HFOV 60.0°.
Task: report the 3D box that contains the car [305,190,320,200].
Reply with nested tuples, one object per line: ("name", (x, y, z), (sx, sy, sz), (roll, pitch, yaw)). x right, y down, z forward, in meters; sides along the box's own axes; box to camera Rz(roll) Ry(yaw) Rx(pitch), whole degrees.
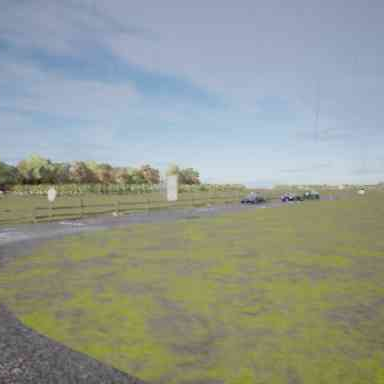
("car", (20.293, 0.409, 56.953), (2.097, 1.767, 4.553), (-1, 0, 35))

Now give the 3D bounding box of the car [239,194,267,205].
("car", (8.364, 0.910, 44.927), (2.033, 1.411, 5.357), (-1, 0, 35))

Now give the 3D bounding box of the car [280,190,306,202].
("car", (14.748, 0.814, 48.983), (1.895, 1.301, 4.718), (-1, 0, 36))
